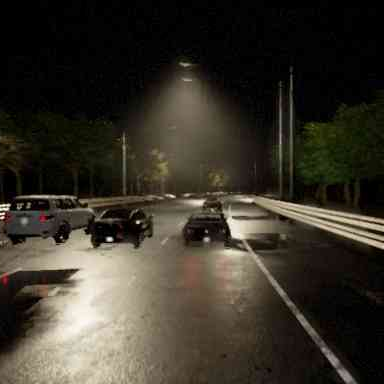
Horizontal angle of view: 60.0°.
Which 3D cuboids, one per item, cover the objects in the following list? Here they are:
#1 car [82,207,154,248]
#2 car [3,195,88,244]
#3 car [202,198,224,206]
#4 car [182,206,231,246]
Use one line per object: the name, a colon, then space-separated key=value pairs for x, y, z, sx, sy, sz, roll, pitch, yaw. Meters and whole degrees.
car: x=-2.843 y=1.434 z=14.377 sx=1.837 sy=1.490 sz=4.892 roll=0 pitch=0 yaw=3
car: x=-6.302 y=1.153 z=15.459 sx=2.150 sy=2.045 sz=5.566 roll=0 pitch=0 yaw=3
car: x=2.047 y=1.320 z=32.602 sx=1.837 sy=1.490 sz=4.892 roll=0 pitch=0 yaw=6
car: x=0.674 y=1.518 z=14.881 sx=1.895 sy=1.301 sz=4.718 roll=0 pitch=0 yaw=3
